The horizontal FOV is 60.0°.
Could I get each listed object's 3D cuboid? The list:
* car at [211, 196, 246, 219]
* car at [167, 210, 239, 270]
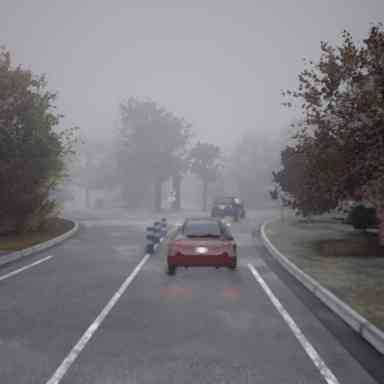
[{"bbox_3d":[3.217,1.392,28.888,2.150,2.045,5.566,-1,-1,18],"label":"car"},{"bbox_3d":[0.351,1.495,10.774,1.994,1.385,4.181,0,0,3],"label":"car"}]
